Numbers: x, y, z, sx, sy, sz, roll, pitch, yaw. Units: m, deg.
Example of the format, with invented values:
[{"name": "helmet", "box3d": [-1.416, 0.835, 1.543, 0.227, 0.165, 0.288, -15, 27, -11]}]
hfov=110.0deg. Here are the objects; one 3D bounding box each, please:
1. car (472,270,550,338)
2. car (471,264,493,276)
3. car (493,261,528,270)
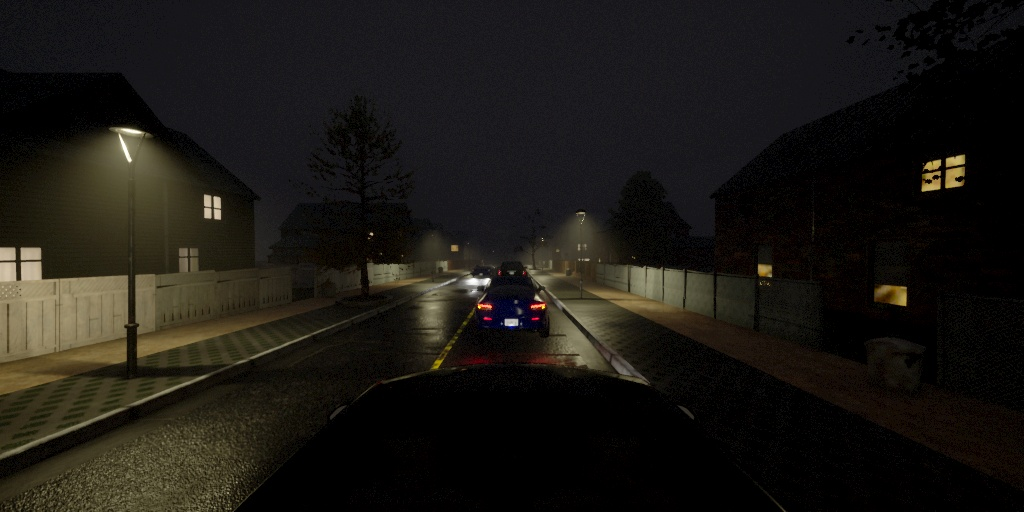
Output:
[{"name": "car", "box3d": [-0.015, 1.275, 10.072, 1.812, 1.442, 4.674, 0, 0, 0]}, {"name": "car", "box3d": [-2.824, 1.406, 35.061, 1.895, 1.301, 4.718, 0, 0, 1]}, {"name": "car", "box3d": [0.008, 1.122, 24.992, 2.097, 1.767, 4.553, 0, 0, 1]}]
